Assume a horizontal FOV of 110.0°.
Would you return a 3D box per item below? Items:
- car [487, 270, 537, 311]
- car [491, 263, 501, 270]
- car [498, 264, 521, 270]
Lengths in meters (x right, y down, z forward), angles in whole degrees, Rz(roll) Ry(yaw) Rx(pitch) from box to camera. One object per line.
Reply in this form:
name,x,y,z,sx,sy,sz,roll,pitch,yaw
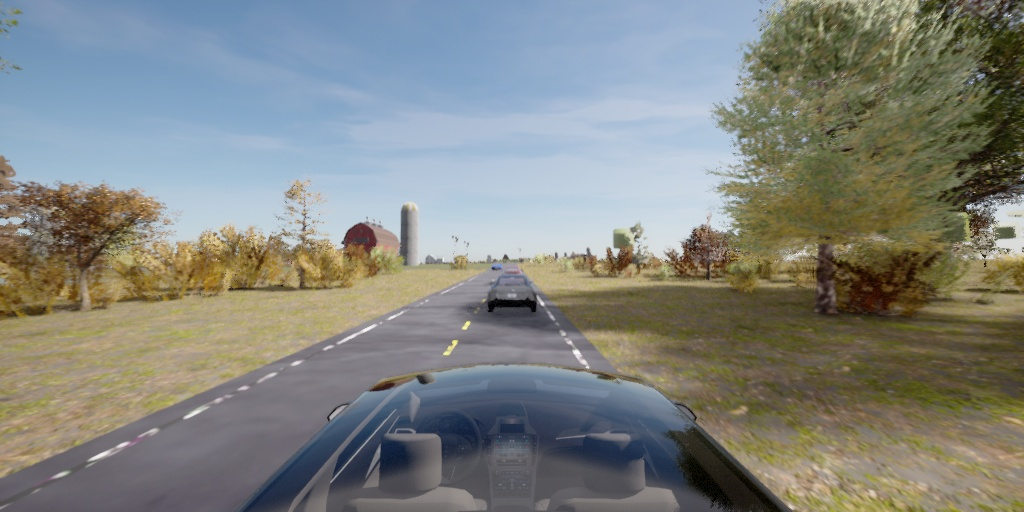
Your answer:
car,0.019,1.461,15.343,1.994,1.385,4.181,0,-1,1
car,-2.775,1.934,65.247,1.882,1.535,5.008,0,-1,1
car,0.024,1.591,30.788,1.812,1.442,4.674,0,0,0
